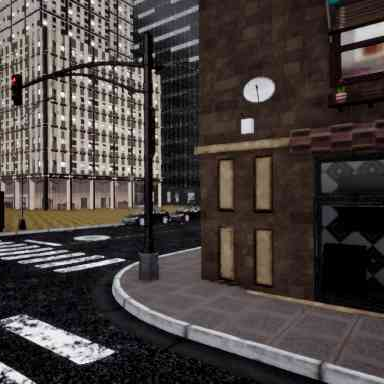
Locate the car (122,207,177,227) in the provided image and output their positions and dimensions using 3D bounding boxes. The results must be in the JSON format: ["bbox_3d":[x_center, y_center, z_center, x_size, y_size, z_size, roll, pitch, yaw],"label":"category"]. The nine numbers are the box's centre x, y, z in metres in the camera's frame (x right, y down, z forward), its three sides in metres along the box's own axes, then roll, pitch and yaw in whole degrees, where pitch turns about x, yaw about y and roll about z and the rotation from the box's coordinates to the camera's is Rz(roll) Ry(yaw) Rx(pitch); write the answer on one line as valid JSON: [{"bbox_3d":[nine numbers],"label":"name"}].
[{"bbox_3d":[-3.524,1.893,25.943,2.008,1.369,4.403,-2,-2,35],"label":"car"}]

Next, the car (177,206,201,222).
[{"bbox_3d":[-0.317,1.974,30.496,2.008,1.369,4.403,-2,-2,35],"label":"car"}]
